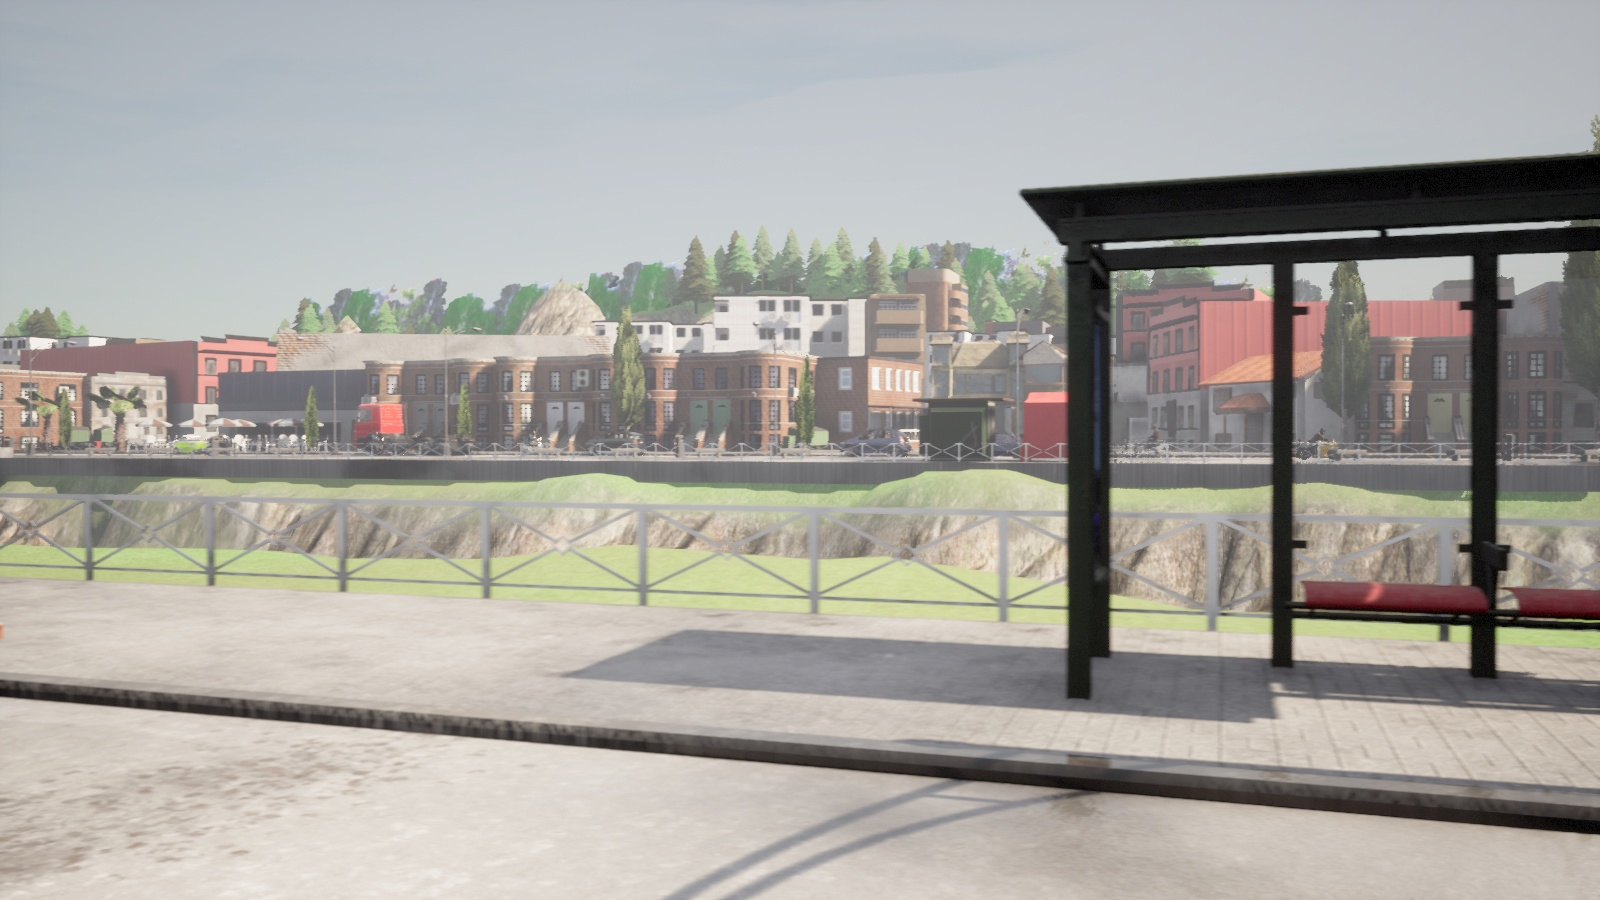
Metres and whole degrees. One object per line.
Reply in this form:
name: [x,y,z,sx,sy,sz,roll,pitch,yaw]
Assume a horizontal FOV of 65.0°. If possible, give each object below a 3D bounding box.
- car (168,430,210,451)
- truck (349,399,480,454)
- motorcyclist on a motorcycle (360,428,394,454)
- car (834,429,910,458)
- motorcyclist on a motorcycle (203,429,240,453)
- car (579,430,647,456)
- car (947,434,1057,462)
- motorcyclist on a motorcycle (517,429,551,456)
car: [-42.490,-0.677,87.315,2.207,1.376,1.481,1,1,19]
truck: [-24.967,-1.553,81.410,7.936,3.462,2.891,1,1,19]
motorcyclist on a motorcycle: [-26.159,-0.561,77.606,1.817,1.590,0.866,1,1,19]
car: [4.100,-0.407,71.653,3.988,1.617,1.851,1,1,19]
motorcyclist on a motorcycle: [-37.521,-0.584,81.426,2.191,1.530,0.866,1,1,19]
car: [-11.471,-0.469,76.888,3.705,1.549,1.789,1,1,19]
car: [10.495,-0.132,65.288,5.357,1.411,2.033,1,1,19]
motorcyclist on a motorcycle: [-15.688,-0.465,74.087,1.817,1.590,0.866,1,1,19]
